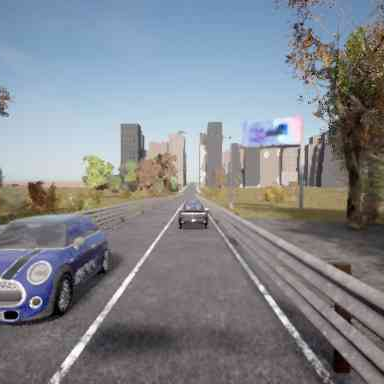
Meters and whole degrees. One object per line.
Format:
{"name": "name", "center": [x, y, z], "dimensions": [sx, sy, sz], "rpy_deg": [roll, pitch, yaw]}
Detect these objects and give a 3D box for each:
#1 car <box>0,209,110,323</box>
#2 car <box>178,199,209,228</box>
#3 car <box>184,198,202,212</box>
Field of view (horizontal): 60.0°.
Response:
{"name": "car", "center": [-3.352, 1.349, 7.455], "dimensions": [2.097, 1.767, 4.553], "rpy_deg": [0, 0, 0]}
{"name": "car", "center": [0.084, 1.484, 22.106], "dimensions": [2.128, 1.511, 4.902], "rpy_deg": [0, 0, 0]}
{"name": "car", "center": [0.064, 1.534, 40.152], "dimensions": [2.033, 1.411, 5.357], "rpy_deg": [0, 0, 0]}
